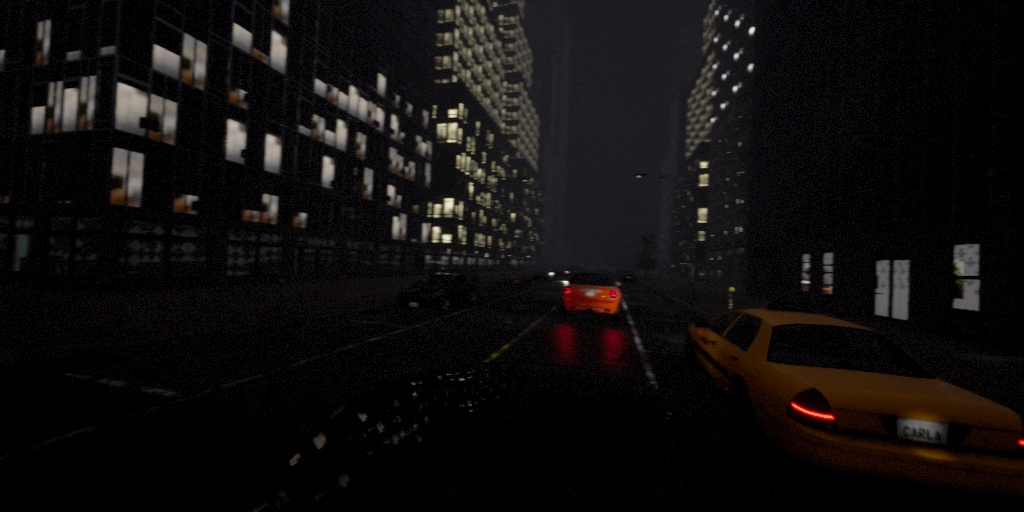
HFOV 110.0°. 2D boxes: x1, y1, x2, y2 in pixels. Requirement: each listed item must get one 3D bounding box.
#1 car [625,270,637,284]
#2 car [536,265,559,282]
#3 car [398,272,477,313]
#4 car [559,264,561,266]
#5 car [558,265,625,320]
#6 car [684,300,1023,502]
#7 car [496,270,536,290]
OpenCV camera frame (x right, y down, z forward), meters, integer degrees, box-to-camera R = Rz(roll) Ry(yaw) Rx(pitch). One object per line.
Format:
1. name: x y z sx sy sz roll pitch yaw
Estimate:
1. car: 12.721 2.332 39.595 1.948 1.339 4.313 0 0 15
2. car: 3.154 1.850 36.316 2.007 1.370 4.403 0 0 15
3. car: -2.809 1.341 14.348 1.948 1.339 4.313 0 0 15
4. car: 6.136 2.104 47.300 1.888 1.381 4.507 0 0 15
5. car: 3.298 1.403 14.622 2.097 1.767 4.553 2 -1 15
6. car: 3.926 1.426 5.319 1.801 1.575 5.366 2 -1 15
7. car: 0.173 1.620 25.330 1.802 1.307 4.207 0 0 15
